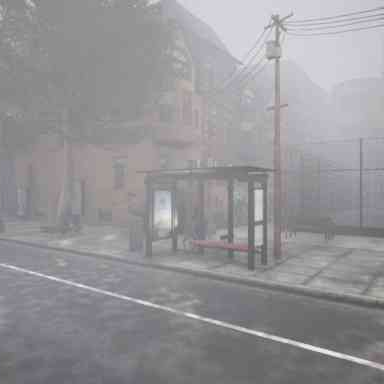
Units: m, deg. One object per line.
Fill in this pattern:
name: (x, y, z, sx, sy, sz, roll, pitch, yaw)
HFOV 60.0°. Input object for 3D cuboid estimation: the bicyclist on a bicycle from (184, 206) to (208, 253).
bicyclist on a bicycle: (0.228, 1.339, 11.917, 0.582, 1.620, 1.656, 0, -4, 35)
